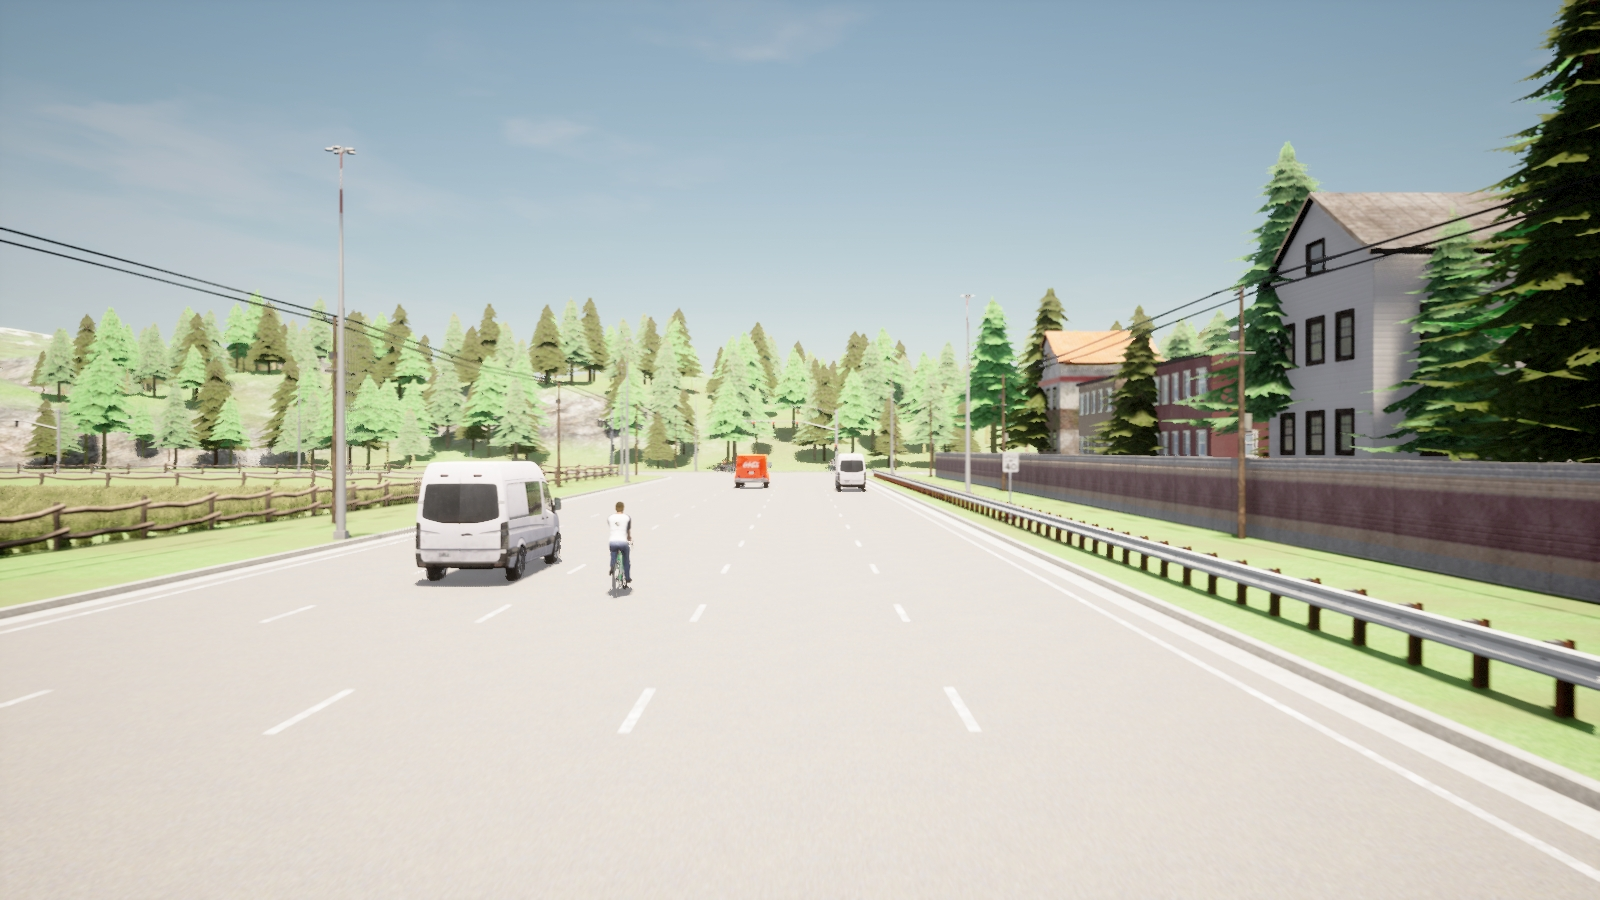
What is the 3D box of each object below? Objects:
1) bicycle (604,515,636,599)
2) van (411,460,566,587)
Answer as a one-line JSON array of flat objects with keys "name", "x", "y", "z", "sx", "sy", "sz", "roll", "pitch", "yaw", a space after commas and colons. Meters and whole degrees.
[{"name": "bicycle", "x": -3.500, "y": 2.056, "z": 22.302, "sx": 0.373, "sy": 1.496, "sz": 1.643, "roll": 0, "pitch": 0, "yaw": 0}, {"name": "van", "x": -6.996, "y": 1.534, "z": 26.412, "sx": 1.988, "sy": 2.561, "sz": 5.915, "roll": 0, "pitch": 0, "yaw": 0}]
